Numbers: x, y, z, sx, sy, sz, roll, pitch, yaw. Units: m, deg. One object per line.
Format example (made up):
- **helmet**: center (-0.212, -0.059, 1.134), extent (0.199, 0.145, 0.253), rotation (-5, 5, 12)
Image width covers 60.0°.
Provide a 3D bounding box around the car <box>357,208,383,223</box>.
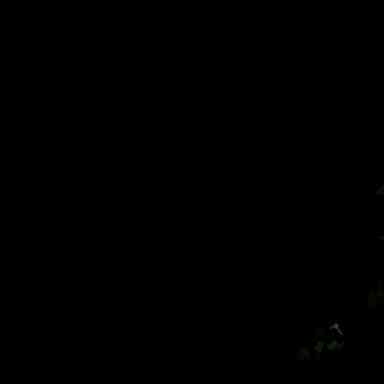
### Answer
- **car**: center (11.276, 1.706, 19.449), extent (1.837, 1.490, 4.892), rotation (-3, -2, 7)
